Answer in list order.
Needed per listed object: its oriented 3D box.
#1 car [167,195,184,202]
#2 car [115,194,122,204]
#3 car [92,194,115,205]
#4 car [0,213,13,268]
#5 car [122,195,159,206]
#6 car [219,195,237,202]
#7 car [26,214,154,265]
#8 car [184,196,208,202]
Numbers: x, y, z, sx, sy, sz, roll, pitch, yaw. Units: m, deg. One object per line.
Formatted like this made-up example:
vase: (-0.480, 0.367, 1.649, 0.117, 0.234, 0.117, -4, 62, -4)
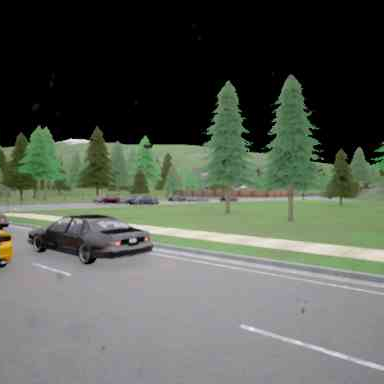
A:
car: (-2.957, 1.315, 66.028, 1.994, 1.385, 4.181, 0, 0, 40)
car: (-9.271, 1.265, 53.079, 2.128, 1.511, 4.902, 0, 0, 40)
car: (-13.645, 1.108, 53.295, 2.097, 1.767, 4.553, 0, 0, 40)
car: (-7.165, 1.415, 9.877, 5.008, 1.535, 1.882, 0, 0, 39)
car: (-7.394, 1.340, 49.874, 2.033, 1.411, 5.357, 0, 0, 40)
car: (7.298, 1.351, 67.364, 1.994, 1.385, 4.181, 0, 0, 40)
car: (-3.713, 1.492, 11.573, 5.357, 1.411, 2.033, 0, 0, 39)
car: (1.127, 1.371, 65.459, 1.895, 1.301, 4.718, 0, 0, 40)
